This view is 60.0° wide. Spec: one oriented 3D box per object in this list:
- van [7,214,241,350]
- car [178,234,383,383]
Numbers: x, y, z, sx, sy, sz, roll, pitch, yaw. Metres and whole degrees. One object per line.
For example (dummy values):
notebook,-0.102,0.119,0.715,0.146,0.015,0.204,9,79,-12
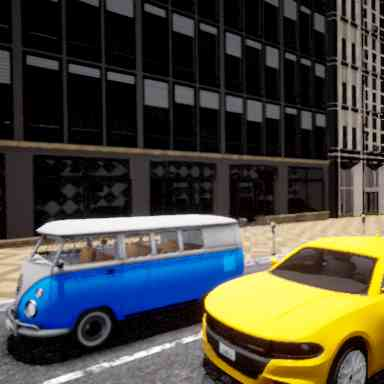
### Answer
van,-0.877,1.336,5.913,3.998,1.788,1.690,0,-1,-36
car,2.437,1.469,5.075,5.008,1.535,1.882,0,0,-35
